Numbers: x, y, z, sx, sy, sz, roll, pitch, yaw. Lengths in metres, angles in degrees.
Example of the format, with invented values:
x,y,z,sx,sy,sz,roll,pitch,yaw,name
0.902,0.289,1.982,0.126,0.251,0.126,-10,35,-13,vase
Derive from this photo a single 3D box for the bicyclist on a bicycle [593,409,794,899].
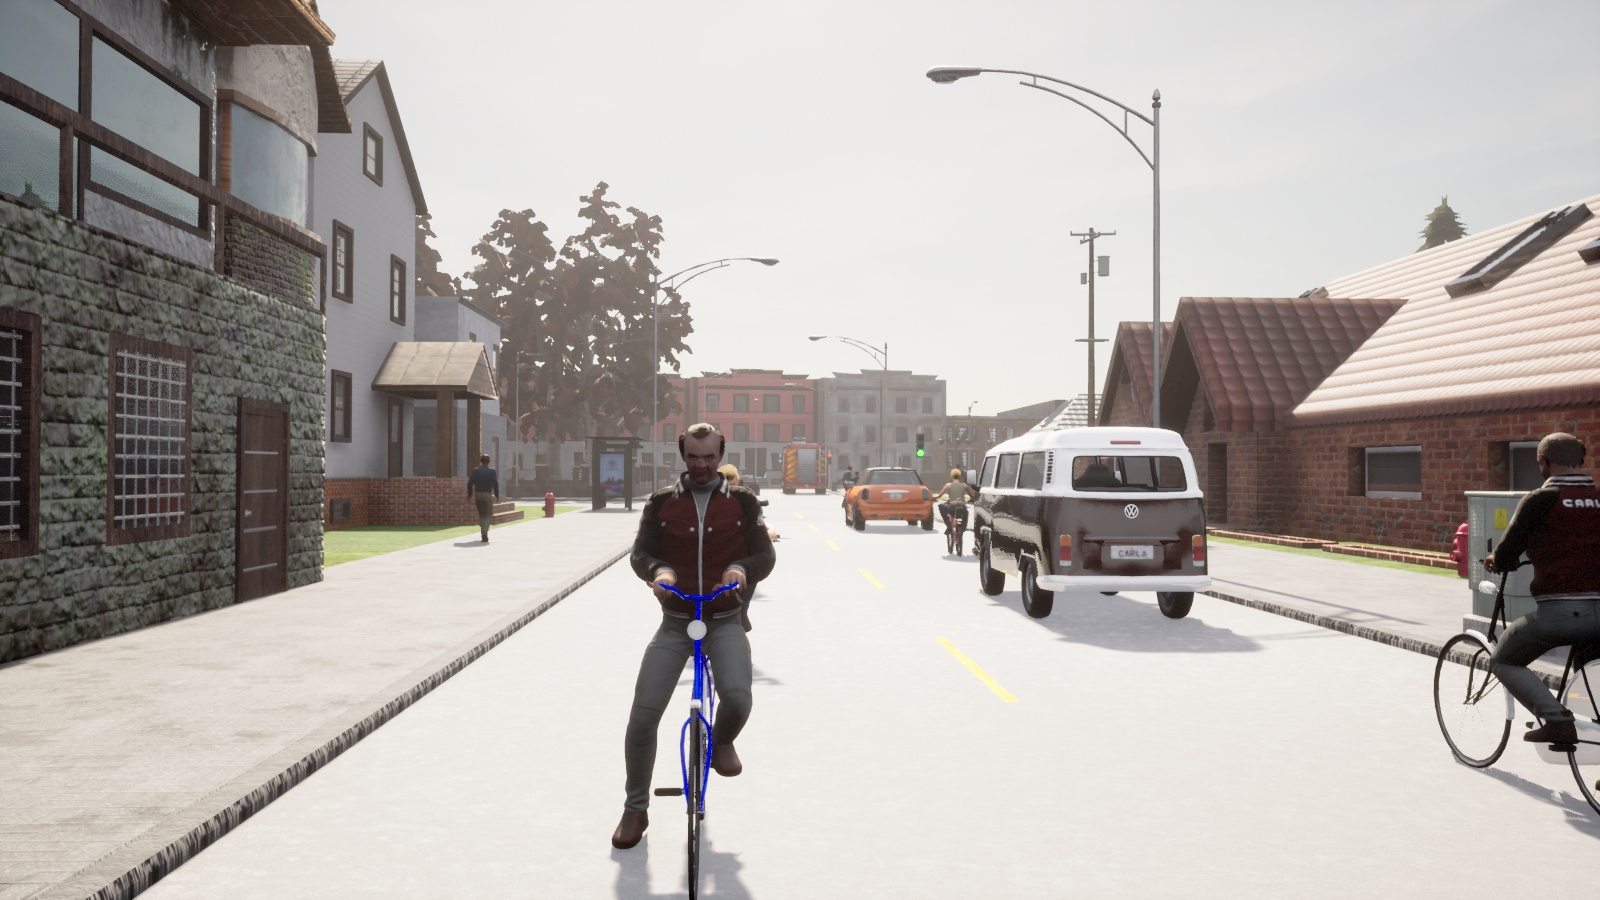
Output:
x,y,z,sx,sy,sz,roll,pitch,yaw,name
-0.398,0.772,5.058,0.659,1.776,1.843,0,-1,-3,bicyclist on a bicycle

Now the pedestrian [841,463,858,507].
x,y,z,sx,sy,sz,roll,pitch,yaw,name
2.091,1.481,52.902,0.614,1.847,0.353,0,-1,-28,pedestrian

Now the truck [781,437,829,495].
x,y,z,sx,sy,sz,roll,pitch,yaw,name
0.264,1.110,87.211,2.891,3.827,8.468,0,-1,-2,truck

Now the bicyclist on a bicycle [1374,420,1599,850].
x,y,z,sx,sy,sz,roll,pitch,yaw,name
3.590,0.773,6.124,0.659,1.776,1.843,0,-1,-2,bicyclist on a bicycle

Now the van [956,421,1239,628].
x,y,z,sx,sy,sz,roll,pitch,yaw,name
3.239,0.772,14.712,2.069,2.038,4.480,0,-1,-2,van

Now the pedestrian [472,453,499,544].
x,y,z,sx,sy,sz,roll,pitch,yaw,name
-6.373,0.977,25.480,0.370,1.835,0.726,0,-1,-1,pedestrian

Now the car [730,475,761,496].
x,y,z,sx,sy,sz,roll,pitch,yaw,name
-3.554,2.286,80.992,1.895,1.301,4.718,0,-1,-4,car

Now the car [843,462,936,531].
x,y,z,sx,sy,sz,roll,pitch,yaw,name
2.408,1.249,34.941,2.097,1.767,4.553,0,-1,-2,car

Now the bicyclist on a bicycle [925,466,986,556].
x,y,z,sx,sy,sz,roll,pitch,yaw,name
2.885,1.133,23.390,0.866,1.612,1.509,0,-2,-3,bicyclist on a bicycle
